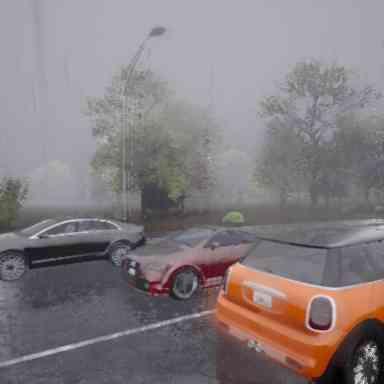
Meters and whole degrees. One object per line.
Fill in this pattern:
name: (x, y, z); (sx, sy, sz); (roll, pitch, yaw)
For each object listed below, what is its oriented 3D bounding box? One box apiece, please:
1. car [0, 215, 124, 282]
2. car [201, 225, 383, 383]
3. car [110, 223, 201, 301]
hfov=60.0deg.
car: (-3.713, 1.454, 9.722); (4.902, 1.511, 2.128); (0, 0, -34)
car: (2.652, 1.344, 5.293); (4.553, 1.767, 2.097); (0, 0, -33)
car: (0.402, 1.540, 8.247); (4.181, 1.385, 1.994); (0, 0, -32)
